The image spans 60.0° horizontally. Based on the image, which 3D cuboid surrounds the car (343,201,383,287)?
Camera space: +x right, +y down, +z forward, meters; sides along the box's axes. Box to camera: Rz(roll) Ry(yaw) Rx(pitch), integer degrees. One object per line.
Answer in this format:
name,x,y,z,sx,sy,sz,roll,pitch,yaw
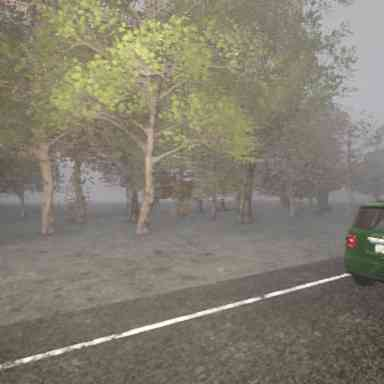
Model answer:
car,5.956,1.220,8.120,5.566,2.045,2.150,0,0,-35
